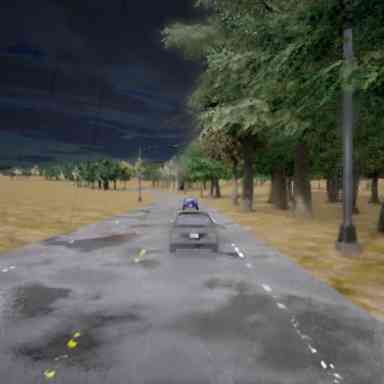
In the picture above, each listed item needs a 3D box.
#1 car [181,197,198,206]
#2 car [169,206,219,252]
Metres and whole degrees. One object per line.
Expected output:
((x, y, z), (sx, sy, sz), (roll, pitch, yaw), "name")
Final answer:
((-0.197, 1.365, 40.339), (1.812, 1.442, 4.674), (0, 0, -1), "car")
((0.059, 1.504, 13.635), (2.033, 1.411, 5.357), (0, 0, 0), "car")
